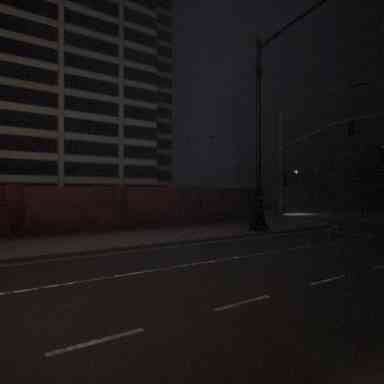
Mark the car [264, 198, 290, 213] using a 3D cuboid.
[{"bbox_3d":[8.605,1.505,37.042,1.837,1.490,4.892,0,0,-36],"label":"car"}]
